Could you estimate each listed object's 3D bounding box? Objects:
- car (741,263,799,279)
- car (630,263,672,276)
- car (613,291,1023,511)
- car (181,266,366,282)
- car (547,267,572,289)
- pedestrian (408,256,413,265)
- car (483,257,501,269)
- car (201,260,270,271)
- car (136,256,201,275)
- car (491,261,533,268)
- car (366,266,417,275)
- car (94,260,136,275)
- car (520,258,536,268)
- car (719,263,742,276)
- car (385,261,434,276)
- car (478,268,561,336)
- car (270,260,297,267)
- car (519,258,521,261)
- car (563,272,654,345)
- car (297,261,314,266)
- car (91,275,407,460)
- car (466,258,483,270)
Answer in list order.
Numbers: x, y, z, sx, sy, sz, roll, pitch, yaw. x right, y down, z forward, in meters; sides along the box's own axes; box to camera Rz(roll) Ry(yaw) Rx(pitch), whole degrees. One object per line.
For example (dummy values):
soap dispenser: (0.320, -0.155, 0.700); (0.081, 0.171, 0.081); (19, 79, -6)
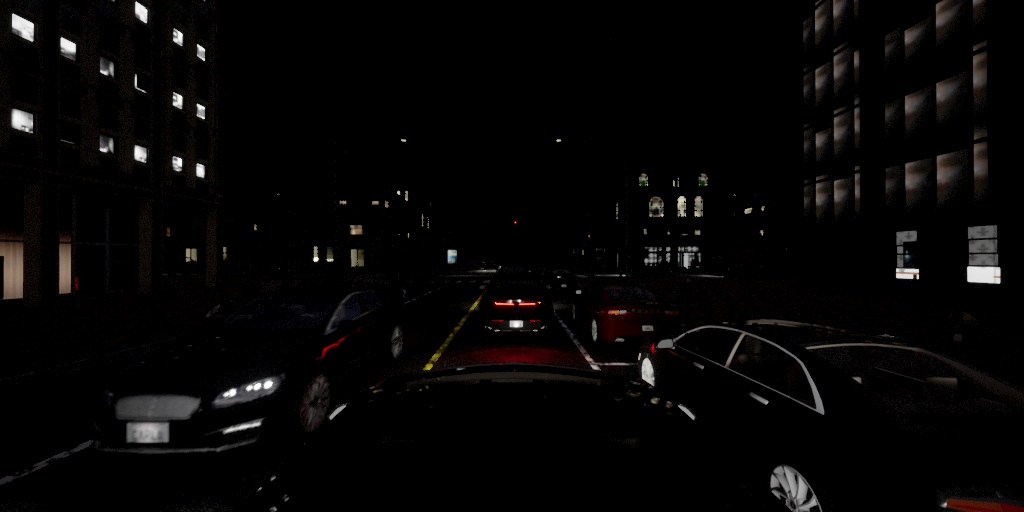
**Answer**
car: (23.618, 1.433, 32.339); (4.207, 1.307, 1.802); (0, 0, 1)
car: (14.782, 1.403, 38.296); (4.181, 1.385, 1.994); (0, 0, 1)
car: (2.689, 1.301, 3.634); (2.007, 1.370, 4.403); (0, 0, 0)
car: (-5.696, 1.190, 9.336); (1.967, 1.591, 4.097); (0, 0, 0)
car: (2.676, 1.302, 20.710); (2.007, 1.370, 4.403); (0, 0, 0)
pedestrian: (-12.585, 0.885, 44.235); (0.375, 1.860, 0.375); (0, -1, 1)
car: (-3.124, 1.234, 53.781); (1.882, 1.535, 5.008); (0, 0, 1)
car: (-25.440, 1.177, 33.091); (4.403, 1.370, 2.007); (0, 0, 1)
car: (-30.976, 0.917, 33.171); (5.009, 1.841, 2.192); (0, 0, 1)
car: (0.081, 1.230, 20.531); (1.882, 1.535, 5.008); (0, 0, 2)
car: (-5.700, 1.302, 15.028); (2.007, 1.370, 4.403); (0, 0, 0)
car: (-36.513, 1.130, 33.252); (4.403, 1.370, 2.007); (0, 0, 1)
car: (2.650, 1.322, 53.100); (1.948, 1.339, 4.313); (0, 0, 0)
car: (24.597, 1.413, 38.157); (4.674, 1.442, 1.812); (0, 0, 1)
car: (-10.333, 1.209, 36.038); (4.902, 1.511, 2.128); (1, 0, -7)
car: (0.094, 1.256, 10.342); (1.837, 1.490, 4.892); (0, 0, 0)
car: (-24.651, 1.148, 35.675); (4.892, 1.490, 1.837); (0, 0, 1)
car: (2.641, 1.340, 64.142); (1.802, 1.307, 4.207); (0, 0, 0)
car: (2.685, 1.296, 9.326); (1.888, 1.381, 4.507); (0, 0, 0)
car: (-25.485, 1.197, 41.473); (4.829, 1.417, 1.751); (0, 0, 1)
car: (-3.103, 1.242, 5.505); (2.128, 1.511, 4.902); (0, 0, 0)
car: (-5.730, 1.338, 53.106); (1.802, 1.307, 4.207); (0, 0, 0)
